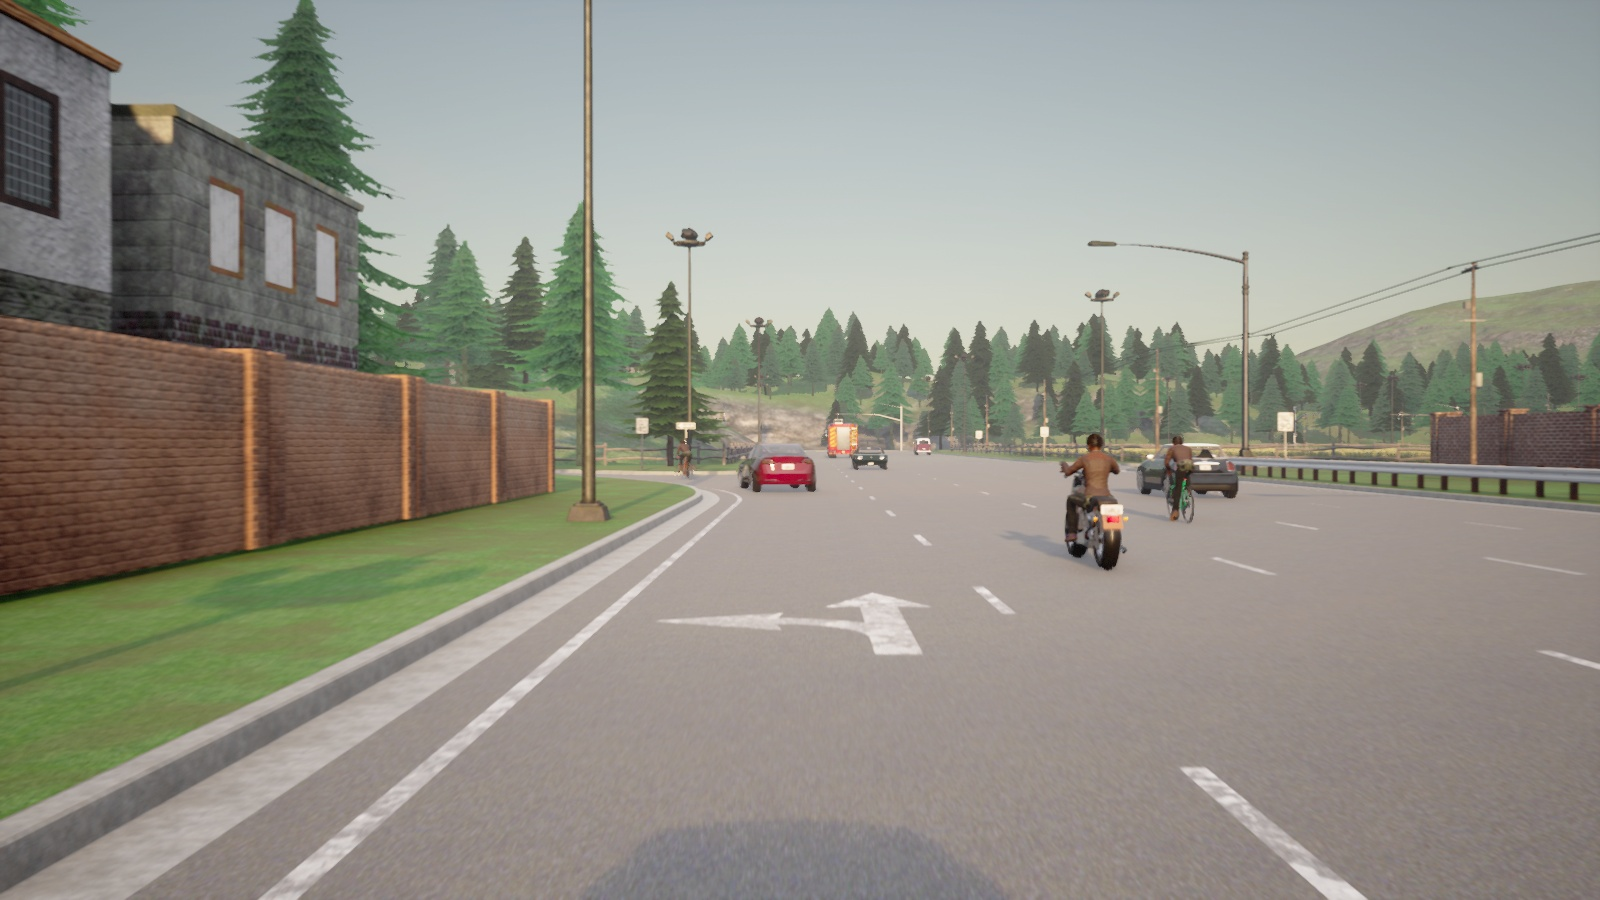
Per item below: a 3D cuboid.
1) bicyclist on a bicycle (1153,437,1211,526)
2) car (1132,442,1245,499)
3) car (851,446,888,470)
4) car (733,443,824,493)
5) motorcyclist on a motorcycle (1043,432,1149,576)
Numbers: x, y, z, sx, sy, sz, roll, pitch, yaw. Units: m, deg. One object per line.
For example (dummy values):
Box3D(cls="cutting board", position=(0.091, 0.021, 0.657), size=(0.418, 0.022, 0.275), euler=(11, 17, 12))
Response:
Box3D(cls="bicyclist on a bicycle", position=(7.149, 0.573, 23.551), size=(0.582, 1.620, 1.656), euler=(0, 0, 0))
Box3D(cls="car", position=(10.713, 0.525, 34.876), size=(1.970, 1.475, 3.806), euler=(0, 0, 0))
Box3D(cls="car", position=(3.920, 0.450, 71.346), size=(1.895, 1.301, 4.718), euler=(0, 0, 0))
Box3D(cls="car", position=(-0.769, 0.524, 39.552), size=(2.163, 1.488, 4.792), euler=(0, 0, -10))
Box3D(cls="motorcyclist on a motorcycle", position=(3.603, 0.613, 15.491), size=(0.766, 1.649, 2.350), euler=(0, 0, 0))
